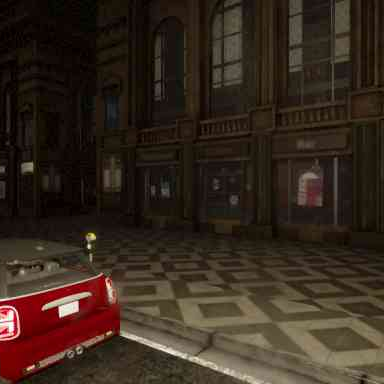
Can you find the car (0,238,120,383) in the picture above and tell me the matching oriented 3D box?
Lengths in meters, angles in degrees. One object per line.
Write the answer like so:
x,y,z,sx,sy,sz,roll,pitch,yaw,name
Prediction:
-3.069,1.440,5.157,4.097,1.590,1.967,0,0,36,car
